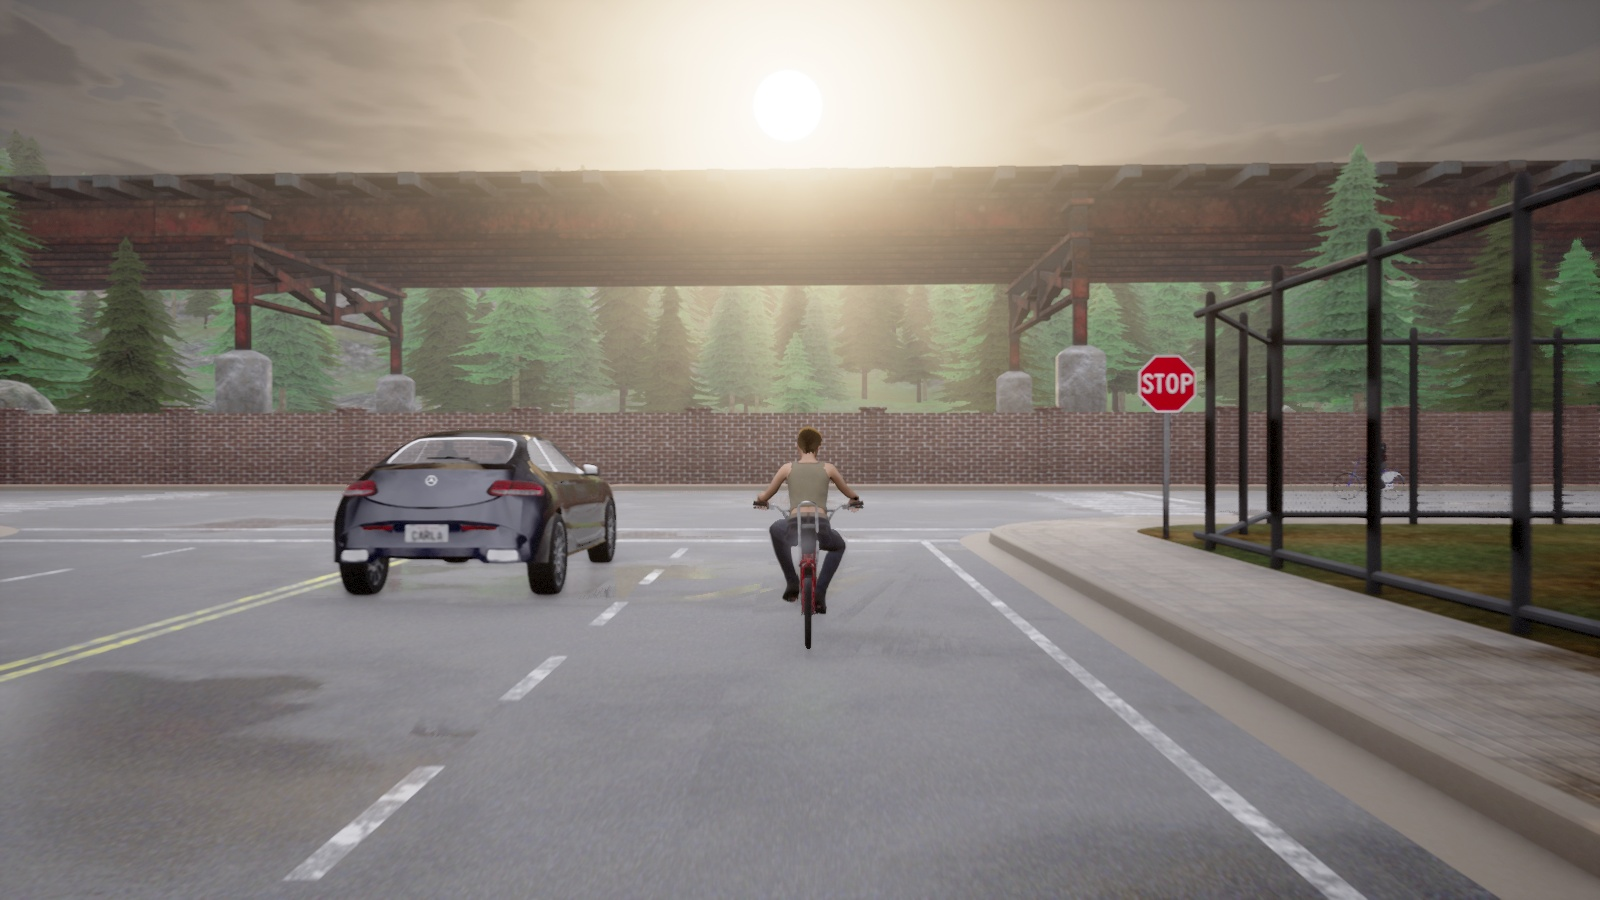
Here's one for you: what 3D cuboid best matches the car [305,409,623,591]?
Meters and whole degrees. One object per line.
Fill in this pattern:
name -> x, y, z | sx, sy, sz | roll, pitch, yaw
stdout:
car -> -3.405, 0.444, 13.913 | 2.152, 1.651, 5.027 | 0, 0, 0

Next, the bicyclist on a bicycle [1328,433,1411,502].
bicyclist on a bicycle -> 14.713, 0.446, 32.458 | 1.843, 1.776, 0.659 | 0, 0, 1

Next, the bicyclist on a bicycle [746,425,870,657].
bicyclist on a bicycle -> 0.063, 0.629, 9.504 | 0.866, 1.612, 1.509 | 0, 0, 0
